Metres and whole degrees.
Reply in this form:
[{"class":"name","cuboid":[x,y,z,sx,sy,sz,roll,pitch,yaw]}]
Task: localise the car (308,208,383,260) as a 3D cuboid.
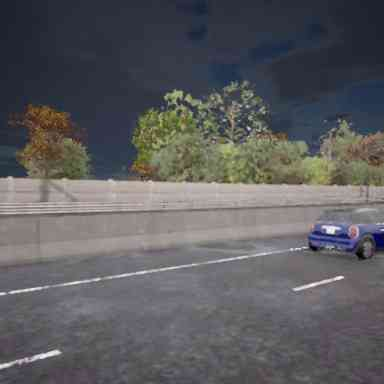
[{"class":"car","cuboid":[6.574,1.395,12.808,4.553,1.767,2.097,0,0,-35]}]
